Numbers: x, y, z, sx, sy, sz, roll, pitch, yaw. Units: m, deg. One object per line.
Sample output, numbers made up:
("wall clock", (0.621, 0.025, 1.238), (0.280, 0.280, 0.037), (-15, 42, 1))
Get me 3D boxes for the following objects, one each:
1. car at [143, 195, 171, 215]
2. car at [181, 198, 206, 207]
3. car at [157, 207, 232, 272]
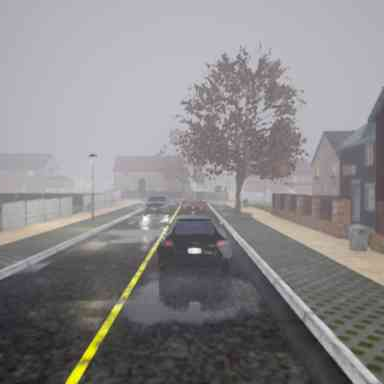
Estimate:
("car", (-2.820, 1.027, 27.354), (1.837, 1.490, 4.892), (0, 1, 0))
("car", (0.092, 1.140, 26.345), (1.895, 1.301, 4.718), (0, 1, 0))
("car", (0.076, 1.380, 10.191), (1.994, 1.385, 4.181), (0, 1, 0))
